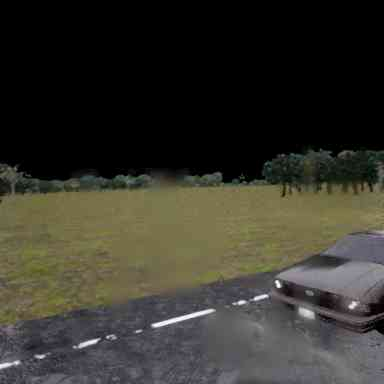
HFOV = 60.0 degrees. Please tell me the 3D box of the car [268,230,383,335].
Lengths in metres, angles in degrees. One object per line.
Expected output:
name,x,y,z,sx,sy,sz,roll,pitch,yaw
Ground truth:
car,3.990,1.534,6.839,5.357,1.411,2.033,0,0,-36
